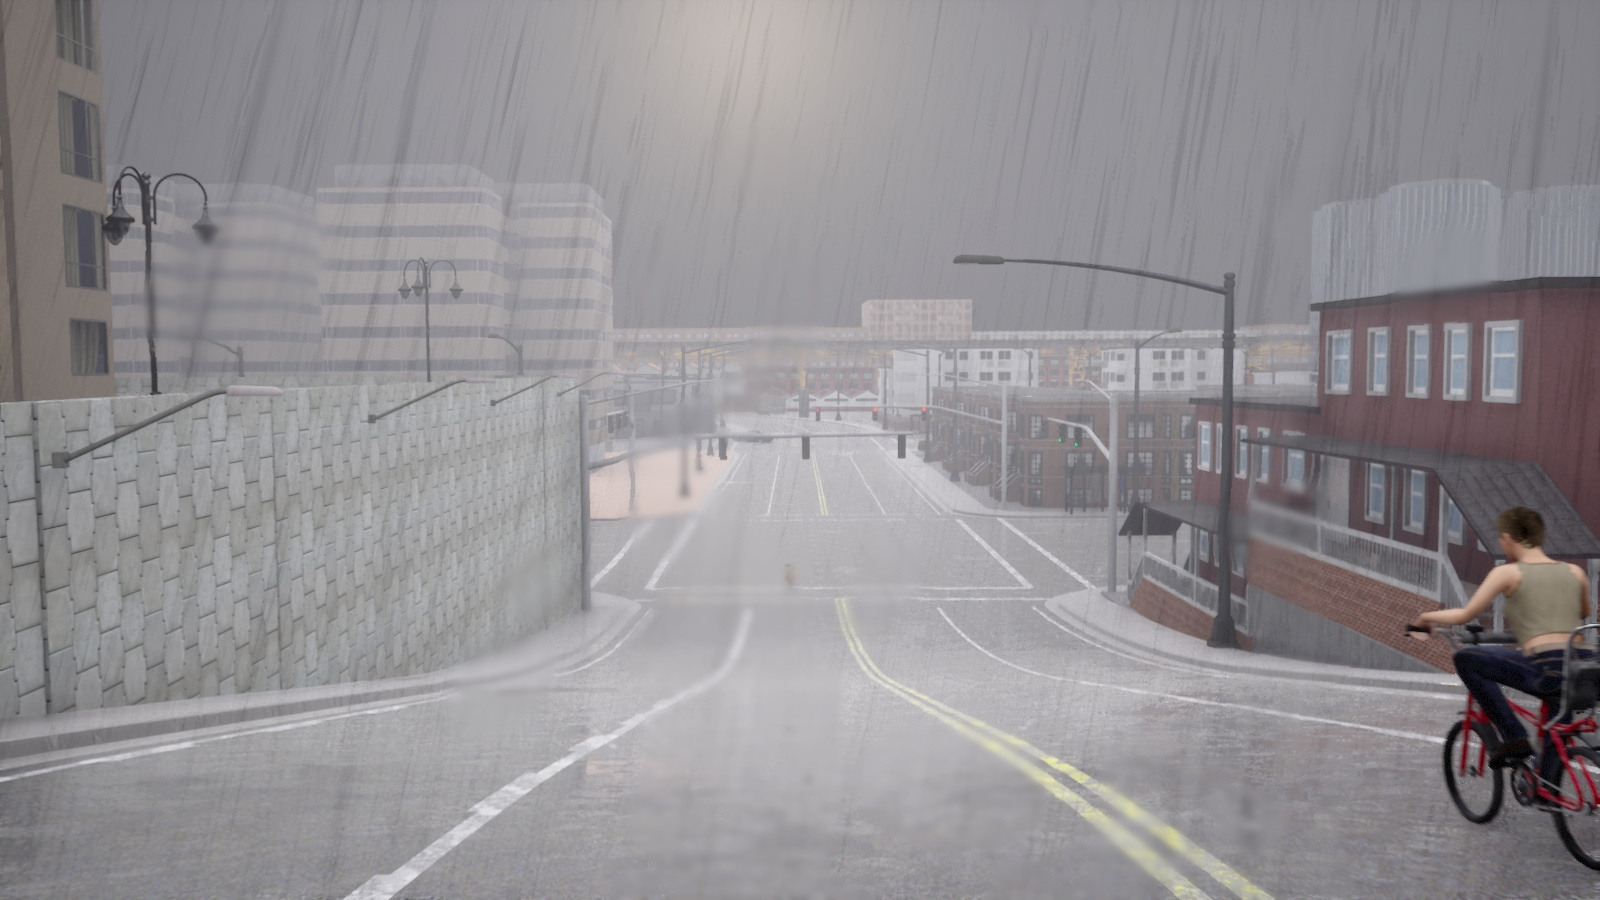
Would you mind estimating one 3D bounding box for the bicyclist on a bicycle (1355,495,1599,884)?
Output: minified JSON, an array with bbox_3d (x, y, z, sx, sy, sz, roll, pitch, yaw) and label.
[{"bbox_3d":[3.478,1.061,6.036,0.866,1.612,1.509,-1,-5,0],"label":"bicyclist on a bicycle"}]
